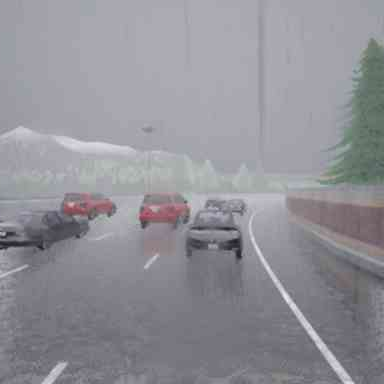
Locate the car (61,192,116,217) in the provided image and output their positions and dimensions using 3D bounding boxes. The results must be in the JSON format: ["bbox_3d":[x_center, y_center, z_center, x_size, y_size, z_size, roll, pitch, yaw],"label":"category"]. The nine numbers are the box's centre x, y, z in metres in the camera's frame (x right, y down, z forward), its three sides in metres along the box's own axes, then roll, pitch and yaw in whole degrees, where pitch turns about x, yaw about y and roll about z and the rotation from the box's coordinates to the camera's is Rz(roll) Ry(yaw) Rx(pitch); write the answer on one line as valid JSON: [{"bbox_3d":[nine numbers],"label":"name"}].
[{"bbox_3d":[-7.811,1.018,25.499,2.150,2.045,5.566,0,0,11],"label":"car"}]

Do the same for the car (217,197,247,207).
[{"bbox_3d":[3.982,1.340,30.406,2.033,1.411,5.357,0,0,14],"label":"car"}]

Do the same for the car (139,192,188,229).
[{"bbox_3d":[-1.577,1.070,20.614,2.150,2.045,5.566,0,0,9],"label":"car"}]

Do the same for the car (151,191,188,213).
[{"bbox_3d":[-2.179,0.969,34.438,2.150,2.045,5.566,0,0,15],"label":"car"}]

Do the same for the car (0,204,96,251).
[{"bbox_3d":[-6.072,1.433,13.635,2.033,1.411,5.357,0,0,6],"label":"car"}]

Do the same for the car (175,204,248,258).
[{"bbox_3d":[0.874,1.405,12.360,2.128,1.511,4.902,0,0,6],"label":"car"}]

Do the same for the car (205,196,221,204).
[{"bbox_3d":[2.883,1.231,39.250,1.837,1.490,4.892,0,0,17],"label":"car"}]
